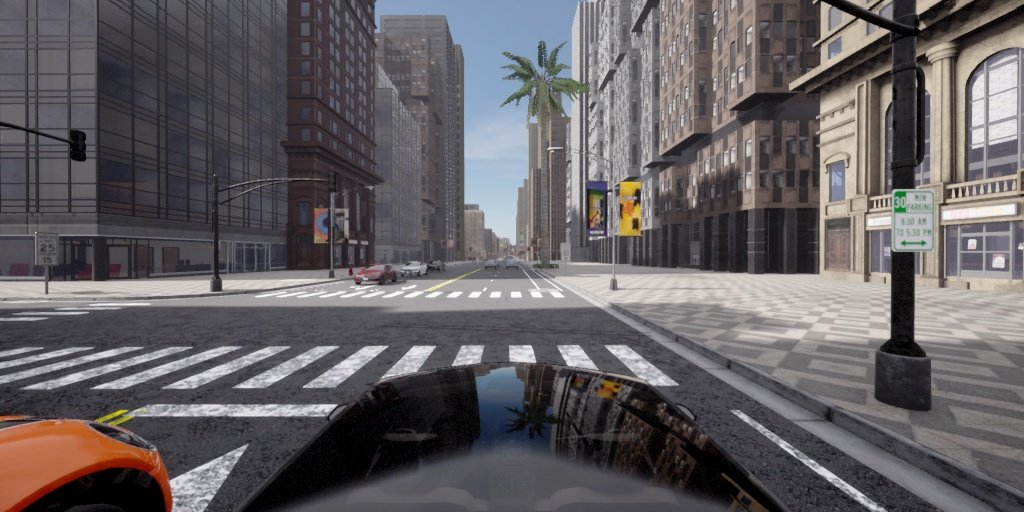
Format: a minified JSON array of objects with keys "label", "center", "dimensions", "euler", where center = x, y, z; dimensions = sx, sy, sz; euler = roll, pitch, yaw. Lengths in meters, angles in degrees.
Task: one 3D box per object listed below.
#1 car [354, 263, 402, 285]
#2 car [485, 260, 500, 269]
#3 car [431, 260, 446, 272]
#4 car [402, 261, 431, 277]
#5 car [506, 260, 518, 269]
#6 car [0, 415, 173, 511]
[{"label":"car","center":[-9.847,1.281,26.317],"dimensions":[1.812,1.442,4.674],"euler":[0,0,-1]},{"label":"car","center":[-3.239,1.335,55.777],"dimensions":[2.033,1.411,5.357],"euler":[0,0,0]},{"label":"car","center":[-9.834,1.276,46.494],"dimensions":[1.837,1.490,4.892],"euler":[0,0,1]},{"label":"car","center":[-9.839,1.286,36.220],"dimensions":[1.812,1.442,4.674],"euler":[0,0,0]},{"label":"car","center":[0.011,1.335,55.777],"dimensions":[2.033,1.411,5.357],"euler":[0,0,0]},{"label":"car","center":[-3.150,1.102,0.298],"dimensions":[2.097,1.767,4.553],"euler":[0,0,0]}]
